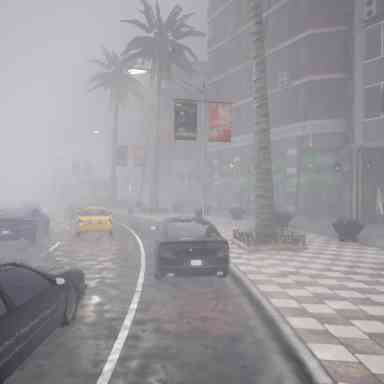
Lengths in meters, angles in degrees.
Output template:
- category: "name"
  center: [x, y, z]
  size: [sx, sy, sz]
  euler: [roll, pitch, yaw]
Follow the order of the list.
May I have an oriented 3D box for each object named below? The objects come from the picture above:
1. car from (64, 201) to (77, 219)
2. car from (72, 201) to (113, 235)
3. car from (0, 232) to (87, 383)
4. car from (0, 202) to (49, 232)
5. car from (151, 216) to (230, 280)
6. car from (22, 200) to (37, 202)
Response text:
- category: "car"
  center: [-10.064, 1.537, 29.509]
  size: [2.033, 1.411, 5.357]
  euler: [0, 0, -29]
- category: "car"
  center: [-5.385, 1.450, 18.397]
  size: [1.801, 1.575, 5.366]
  euler: [0, 0, -16]
- category: "car"
  center: [-2.901, 1.545, 3.963]
  size: [2.033, 1.411, 5.357]
  euler: [0, 0, -1]
- category: "car"
  center: [-8.106, 1.471, 15.842]
  size: [1.882, 1.535, 5.008]
  euler: [0, 0, -14]
- category: "car"
  center: [-0.213, 1.474, 10.104]
  size: [1.882, 1.535, 5.008]
  euler: [0, 0, -7]
- category: "car"
  center: [-16.258, 1.512, 33.328]
  size: [1.812, 1.442, 4.674]
  euler: [0, 0, -30]
